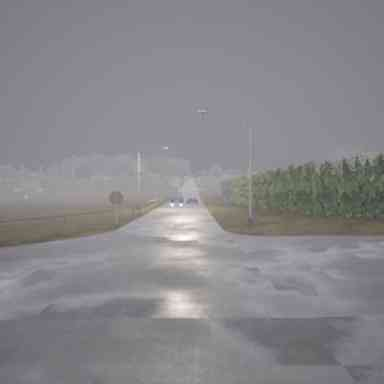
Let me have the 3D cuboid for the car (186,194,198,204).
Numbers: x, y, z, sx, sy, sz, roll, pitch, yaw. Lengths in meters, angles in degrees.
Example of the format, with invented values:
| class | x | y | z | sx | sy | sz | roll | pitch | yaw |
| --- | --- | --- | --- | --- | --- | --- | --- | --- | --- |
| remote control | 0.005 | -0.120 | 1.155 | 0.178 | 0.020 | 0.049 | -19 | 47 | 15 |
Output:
| class | x | y | z | sx | sy | sz | roll | pitch | yaw |
| --- | --- | --- | --- | --- | --- | --- | --- | --- | --- |
| car | 0.060 | 1.281 | 56.959 | 1.812 | 1.442 | 4.674 | 0 | 1 | 0 |

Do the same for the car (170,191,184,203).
| class | x | y | z | sx | sy | sz | roll | pitch | yaw |
| --- | --- | --- | --- | --- | --- | --- | --- | --- | --- |
| car | -2.686 | 0.890 | 61.097 | 2.150 | 2.045 | 5.566 | 0 | 1 | 0 |

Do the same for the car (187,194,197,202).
| class | x | y | z | sx | sy | sz | roll | pitch | yaw |
| --- | --- | --- | --- | --- | --- | --- | --- | --- | --- |
| car | 0.071 | 1.134 | 66.989 | 1.895 | 1.301 | 4.718 | 0 | 2 | 0 |
